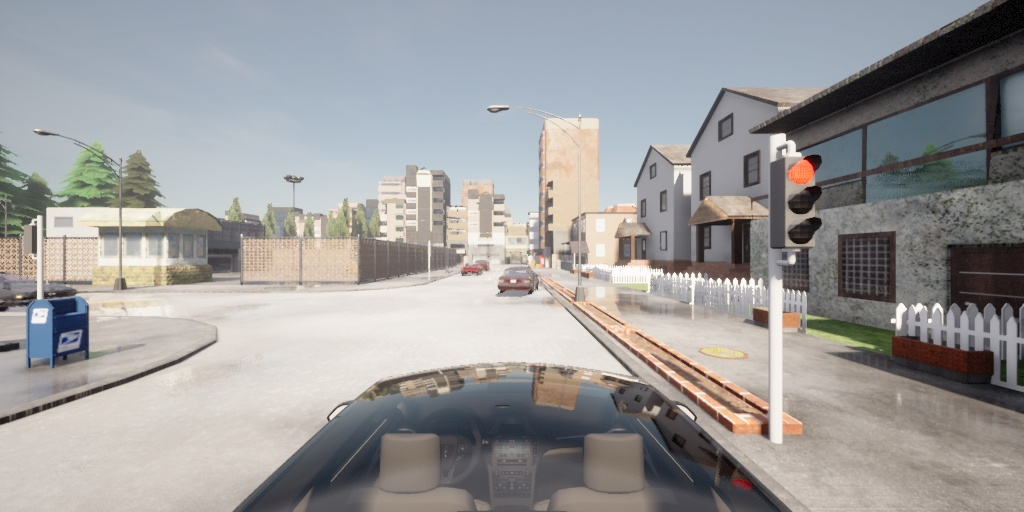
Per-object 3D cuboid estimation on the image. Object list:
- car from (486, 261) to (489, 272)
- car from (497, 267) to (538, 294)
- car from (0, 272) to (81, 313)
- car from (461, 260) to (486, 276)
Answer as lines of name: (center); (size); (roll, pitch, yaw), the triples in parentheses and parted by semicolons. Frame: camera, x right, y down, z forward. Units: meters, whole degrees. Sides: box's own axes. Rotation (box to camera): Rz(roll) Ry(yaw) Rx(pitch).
car: (-4.112, 1.225, 47.681); (1.882, 1.535, 5.008); (0, 0, 0)
car: (0.399, 1.296, 20.131); (2.033, 1.411, 5.357); (0, 0, 8)
car: (-19.491, 1.297, 13.195); (5.357, 1.411, 2.033); (0, 0, 0)
car: (-4.121, 1.349, 37.175); (1.895, 1.301, 4.718); (0, 0, 0)
